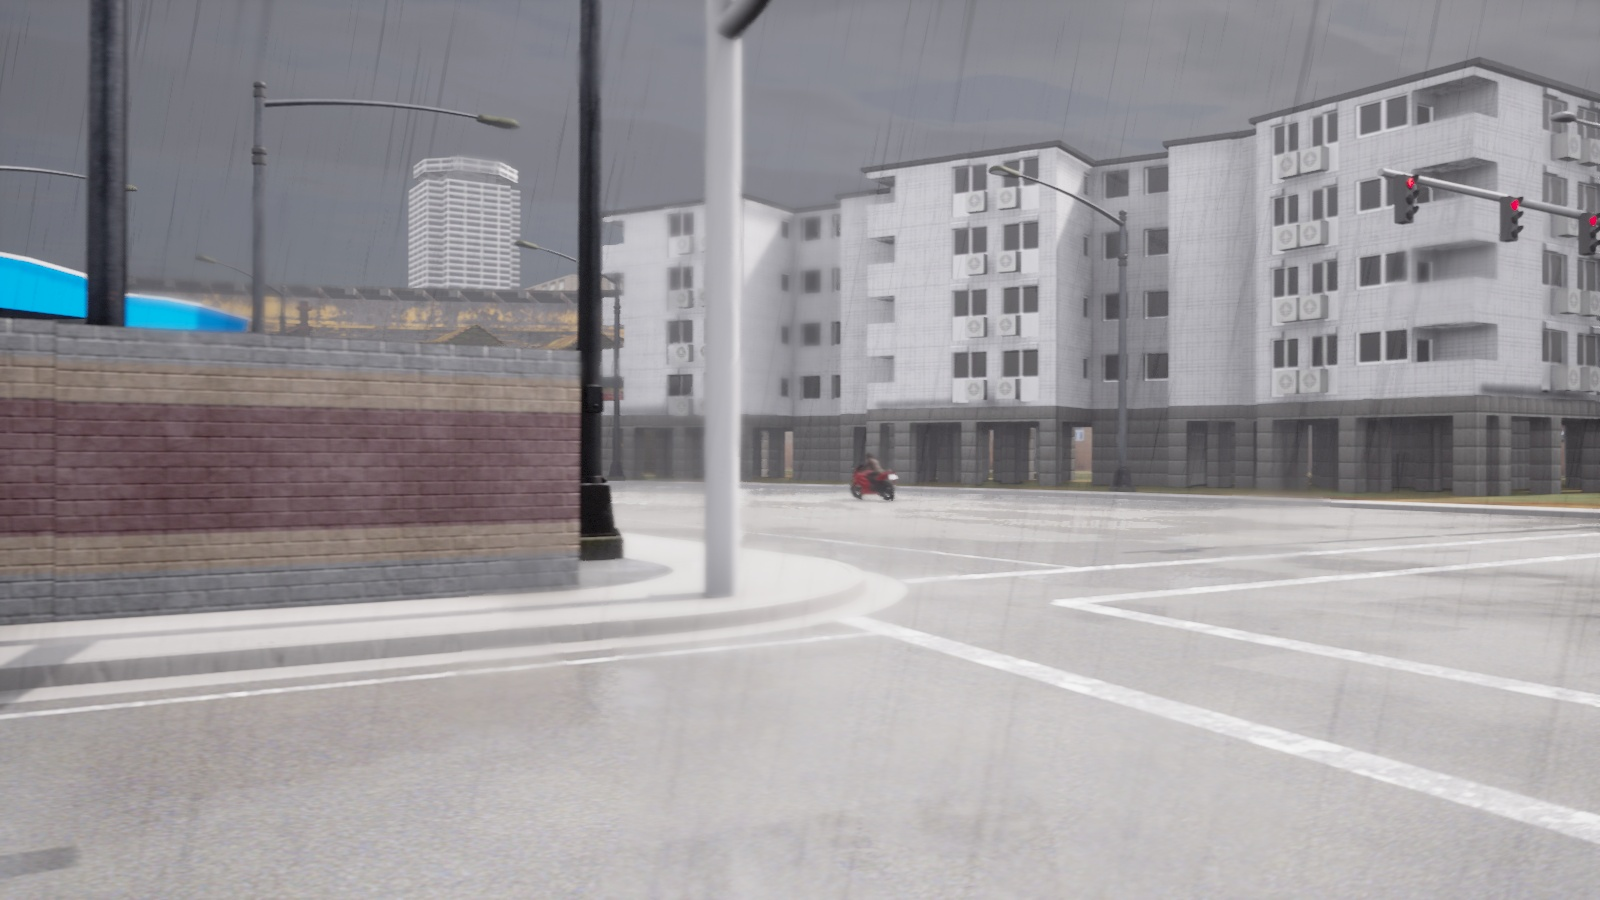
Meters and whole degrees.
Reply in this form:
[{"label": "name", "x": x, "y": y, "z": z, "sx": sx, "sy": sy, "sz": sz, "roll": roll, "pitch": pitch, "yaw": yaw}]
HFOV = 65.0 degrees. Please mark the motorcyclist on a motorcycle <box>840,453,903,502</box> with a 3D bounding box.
[{"label": "motorcyclist on a motorcycle", "x": 2.279, "y": 0.855, "z": 40.141, "sx": 0.797, "sy": 1.523, "sz": 2.044, "roll": 0, "pitch": 0, "yaw": -40}]
